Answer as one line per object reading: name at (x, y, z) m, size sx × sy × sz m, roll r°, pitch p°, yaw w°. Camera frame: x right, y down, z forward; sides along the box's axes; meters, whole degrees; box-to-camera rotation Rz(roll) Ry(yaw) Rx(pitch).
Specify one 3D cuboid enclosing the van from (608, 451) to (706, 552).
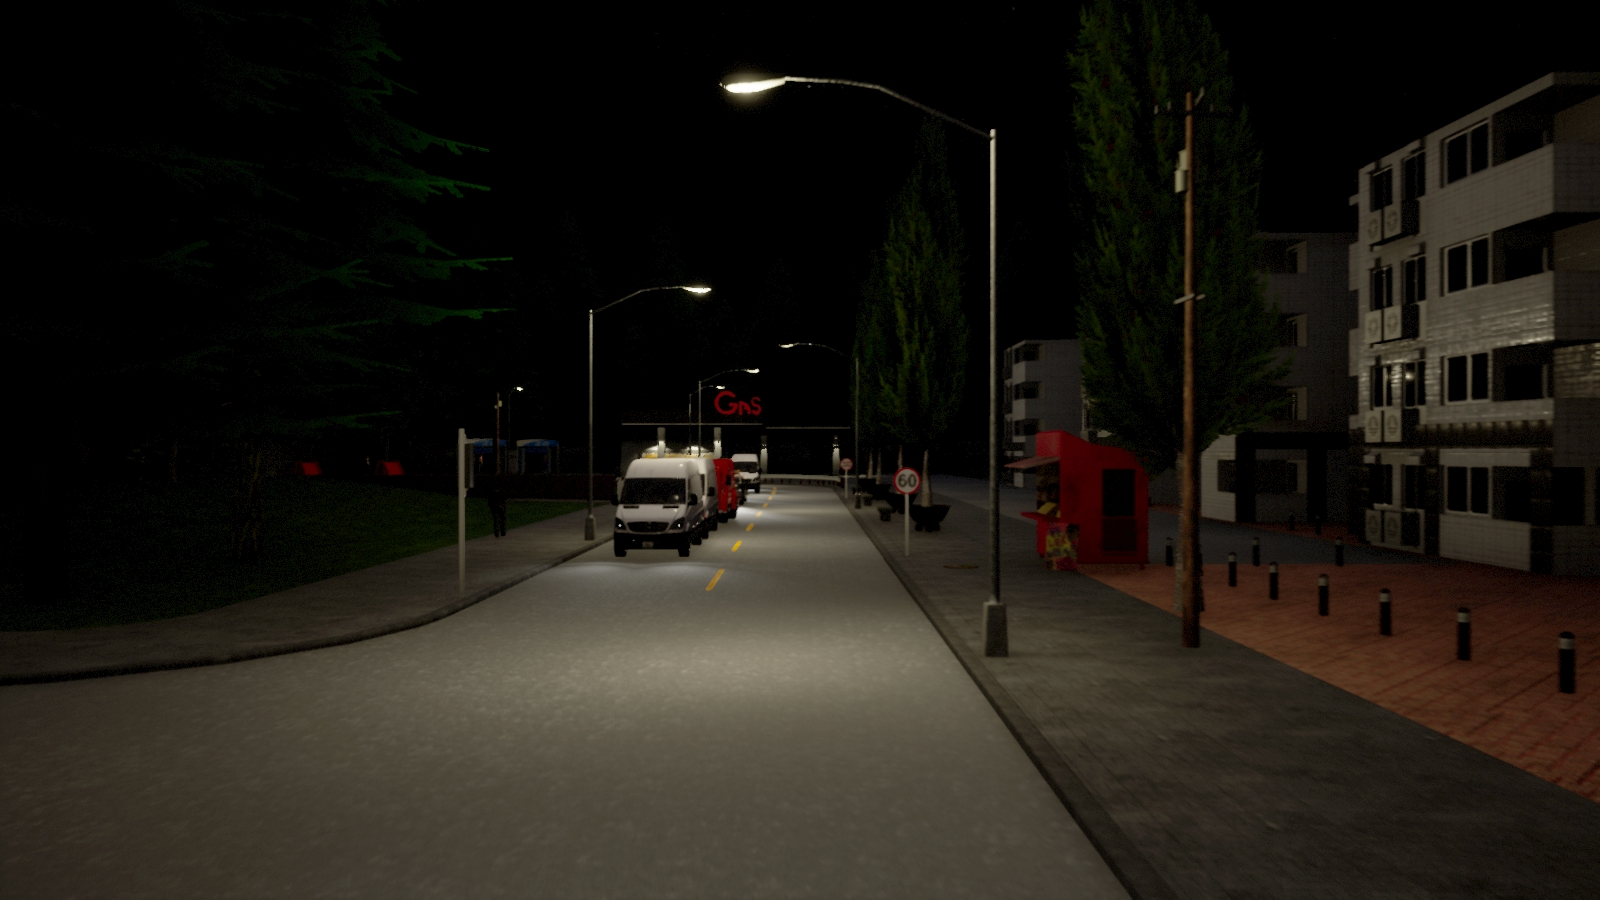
van at (-3.899, 1.318, 32.108) m, size 1.988 × 2.561 × 5.915 m, roll 0°, pitch 0°, yaw 0°

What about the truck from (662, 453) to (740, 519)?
truck at (-3.837, 1.352, 45.349) m, size 2.627 × 2.467 × 5.204 m, roll 0°, pitch 0°, yaw 0°

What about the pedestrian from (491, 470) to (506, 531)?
pedestrian at (-9.169, 1.531, 34.756) m, size 0.375 × 1.860 × 0.375 m, roll 0°, pitch 0°, yaw 1°

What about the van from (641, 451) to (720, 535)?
van at (-3.873, 1.318, 38.046) m, size 1.988 × 2.561 × 5.915 m, roll 0°, pitch 0°, yaw 0°
